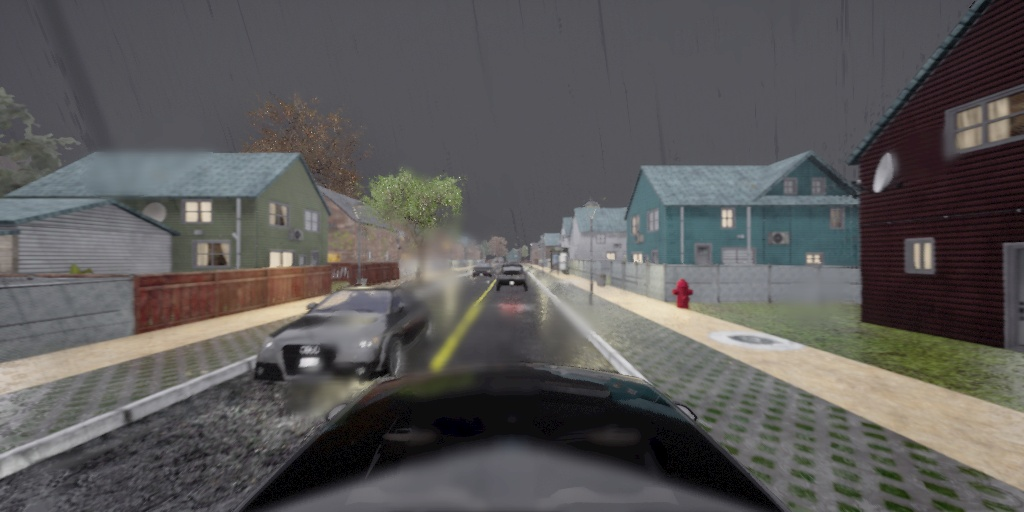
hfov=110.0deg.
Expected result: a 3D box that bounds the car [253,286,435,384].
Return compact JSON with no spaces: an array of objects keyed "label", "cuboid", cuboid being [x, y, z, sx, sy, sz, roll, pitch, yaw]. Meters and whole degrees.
[{"label":"car","cuboid":[-2.844,1.310,7.040,1.994,1.385,4.181,0,0,0]}]

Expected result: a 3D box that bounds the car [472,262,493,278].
[{"label":"car","cuboid":[-2.761,1.330,35.234,2.033,1.411,5.357,0,0,0]}]

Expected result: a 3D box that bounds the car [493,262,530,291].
[{"label":"car","cuboid":[0.022,1.259,22.112,1.837,1.490,4.892,0,0,1]}]
